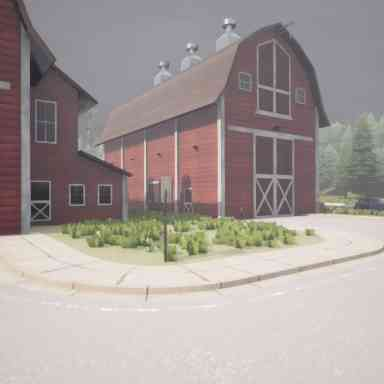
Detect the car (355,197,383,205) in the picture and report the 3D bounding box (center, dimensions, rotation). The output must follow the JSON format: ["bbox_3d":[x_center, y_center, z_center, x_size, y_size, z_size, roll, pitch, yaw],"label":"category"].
[{"bbox_3d":[20.138,1.388,36.086,2.097,1.767,4.553,0,0,-34],"label":"car"}]
